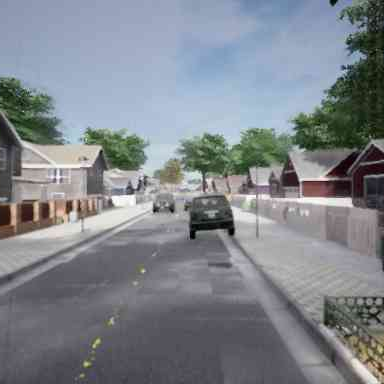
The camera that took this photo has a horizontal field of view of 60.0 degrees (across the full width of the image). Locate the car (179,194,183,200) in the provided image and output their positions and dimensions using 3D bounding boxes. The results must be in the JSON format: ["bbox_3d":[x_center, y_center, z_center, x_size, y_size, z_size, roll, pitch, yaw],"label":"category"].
[{"bbox_3d":[-2.736,1.200,75.775,1.882,1.535,5.008,0,0,0],"label":"car"}]

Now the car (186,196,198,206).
[{"bbox_3d":[0.010,1.352,52.262,1.882,1.535,5.008,0,0,0],"label":"car"}]

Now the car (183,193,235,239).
[{"bbox_3d":[0.878,1.119,17.327,2.150,2.045,5.566,-5,0,0],"label":"car"}]

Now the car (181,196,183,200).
[{"bbox_3d":[0.039,1.416,39.602,1.837,1.490,4.892,0,0,1],"label":"car"}]

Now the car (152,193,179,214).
[{"bbox_3d":[-2.835,1.148,34.816,2.150,2.045,5.566,0,0,0],"label":"car"}]
